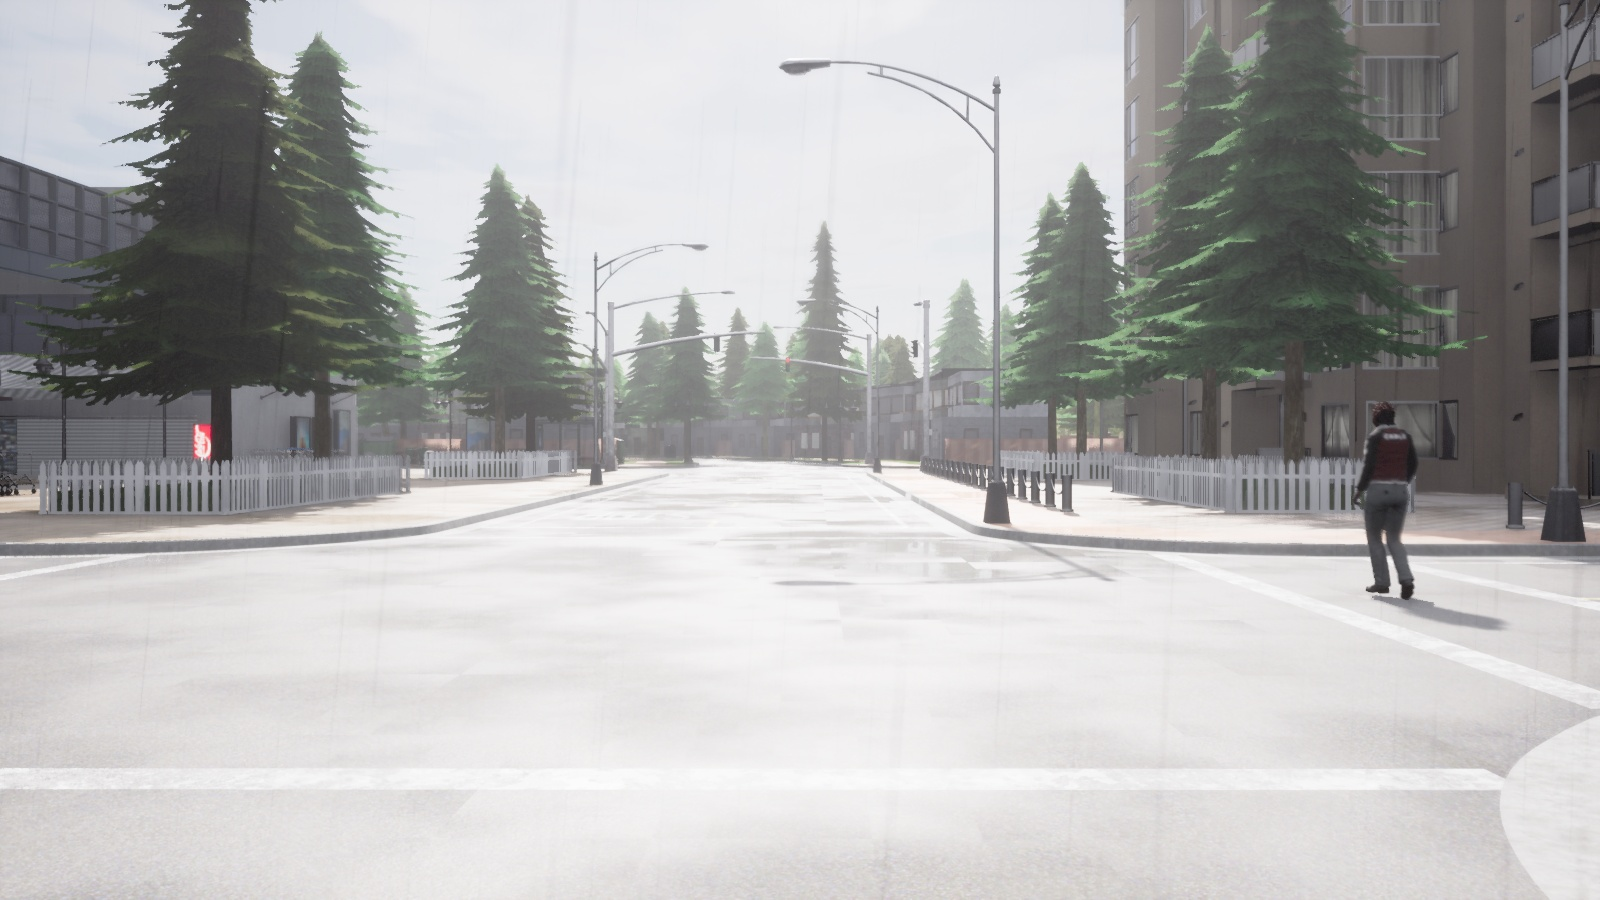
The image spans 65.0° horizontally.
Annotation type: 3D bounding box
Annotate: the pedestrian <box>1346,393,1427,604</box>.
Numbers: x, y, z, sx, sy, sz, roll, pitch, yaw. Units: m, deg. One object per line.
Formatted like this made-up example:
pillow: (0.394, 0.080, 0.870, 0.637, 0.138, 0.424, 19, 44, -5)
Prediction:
pedestrian: (5.523, 0.440, 11.844, 0.402, 1.930, 0.666, 0, 0, -6)

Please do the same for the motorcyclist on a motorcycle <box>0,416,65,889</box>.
motorcyclist on a motorcycle: (-3.195, 0.677, 3.646, 0.866, 1.590, 1.817, 1, 0, 8)
